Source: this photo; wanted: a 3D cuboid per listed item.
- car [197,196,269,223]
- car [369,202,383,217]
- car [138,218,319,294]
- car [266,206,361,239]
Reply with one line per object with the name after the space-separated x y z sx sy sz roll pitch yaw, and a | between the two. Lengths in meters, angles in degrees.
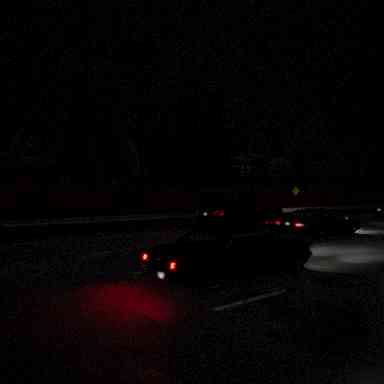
2.860 1.224 18.791 5.566 2.045 2.150 0 0 -36 | car
17.922 1.547 29.727 5.357 1.411 2.033 0 0 -36 | car
1.087 1.601 8.853 4.718 1.301 1.895 0 0 -36 | car
6.507 1.547 17.109 5.357 1.411 2.033 0 0 -36 | car
